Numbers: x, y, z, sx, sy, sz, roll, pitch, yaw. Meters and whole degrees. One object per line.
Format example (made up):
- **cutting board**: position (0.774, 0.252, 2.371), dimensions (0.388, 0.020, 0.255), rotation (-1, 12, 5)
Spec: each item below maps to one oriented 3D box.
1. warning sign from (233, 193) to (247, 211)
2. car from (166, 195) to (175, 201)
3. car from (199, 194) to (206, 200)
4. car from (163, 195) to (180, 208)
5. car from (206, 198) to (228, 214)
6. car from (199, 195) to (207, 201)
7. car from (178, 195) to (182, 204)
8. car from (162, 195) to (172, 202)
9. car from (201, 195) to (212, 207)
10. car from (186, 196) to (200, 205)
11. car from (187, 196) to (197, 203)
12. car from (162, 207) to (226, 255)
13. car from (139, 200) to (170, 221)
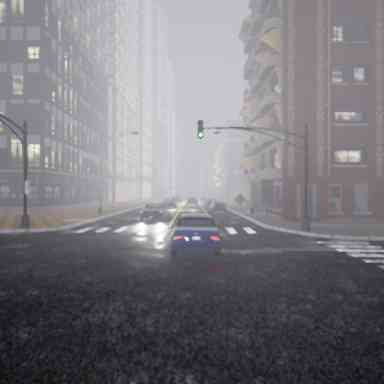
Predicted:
- **warning sign**: position (5.082, 1.080, 34.977), dimensions (1.300, 1.860, 1.060), rotation (0, 0, 0)
- **car**: position (-5.648, 1.487, 87.325), dimensions (1.887, 1.381, 4.507), rotation (0, 0, 0)
- **car**: position (2.733, 1.382, 87.321), dimensions (1.967, 1.590, 4.097), rotation (0, 0, 0)
- **car**: position (-3.062, 1.523, 44.552), dimensions (1.994, 1.385, 4.181), rotation (0, 0, 0)
- **car**: position (2.758, 1.547, 34.863), dimensions (1.802, 1.307, 4.206), rotation (0, 0, 0)
- **car**: position (2.730, 1.524, 81.672), dimensions (1.802, 1.307, 4.206), rotation (0, 0, 0)
- **car**: position (-2.971, 1.354, 61.664), dimensions (2.097, 1.767, 4.553), rotation (0, 0, 0)
- **car**: position (-5.653, 1.495, 76.027), dimensions (2.008, 1.369, 4.403), rotation (0, 0, 0)
- **car**: position (2.714, 1.508, 47.781), dimensions (2.008, 1.369, 4.403), rotation (0, 0, 0)
- **car**: position (0.029, 1.515, 57.430), dimensions (1.994, 1.385, 4.181), rotation (0, 0, 0)
- **car**: position (0.033, 1.518, 67.465), dimensions (1.994, 1.385, 4.181), rotation (0, 0, 0)
- **car**: position (0.139, 1.567, 13.402), dimensions (2.033, 1.411, 5.357), rotation (1, 0, 0)
- **car**: position (-3.087, 1.572, 27.193), dimensions (1.895, 1.301, 4.718), rotation (0, 0, 0)
